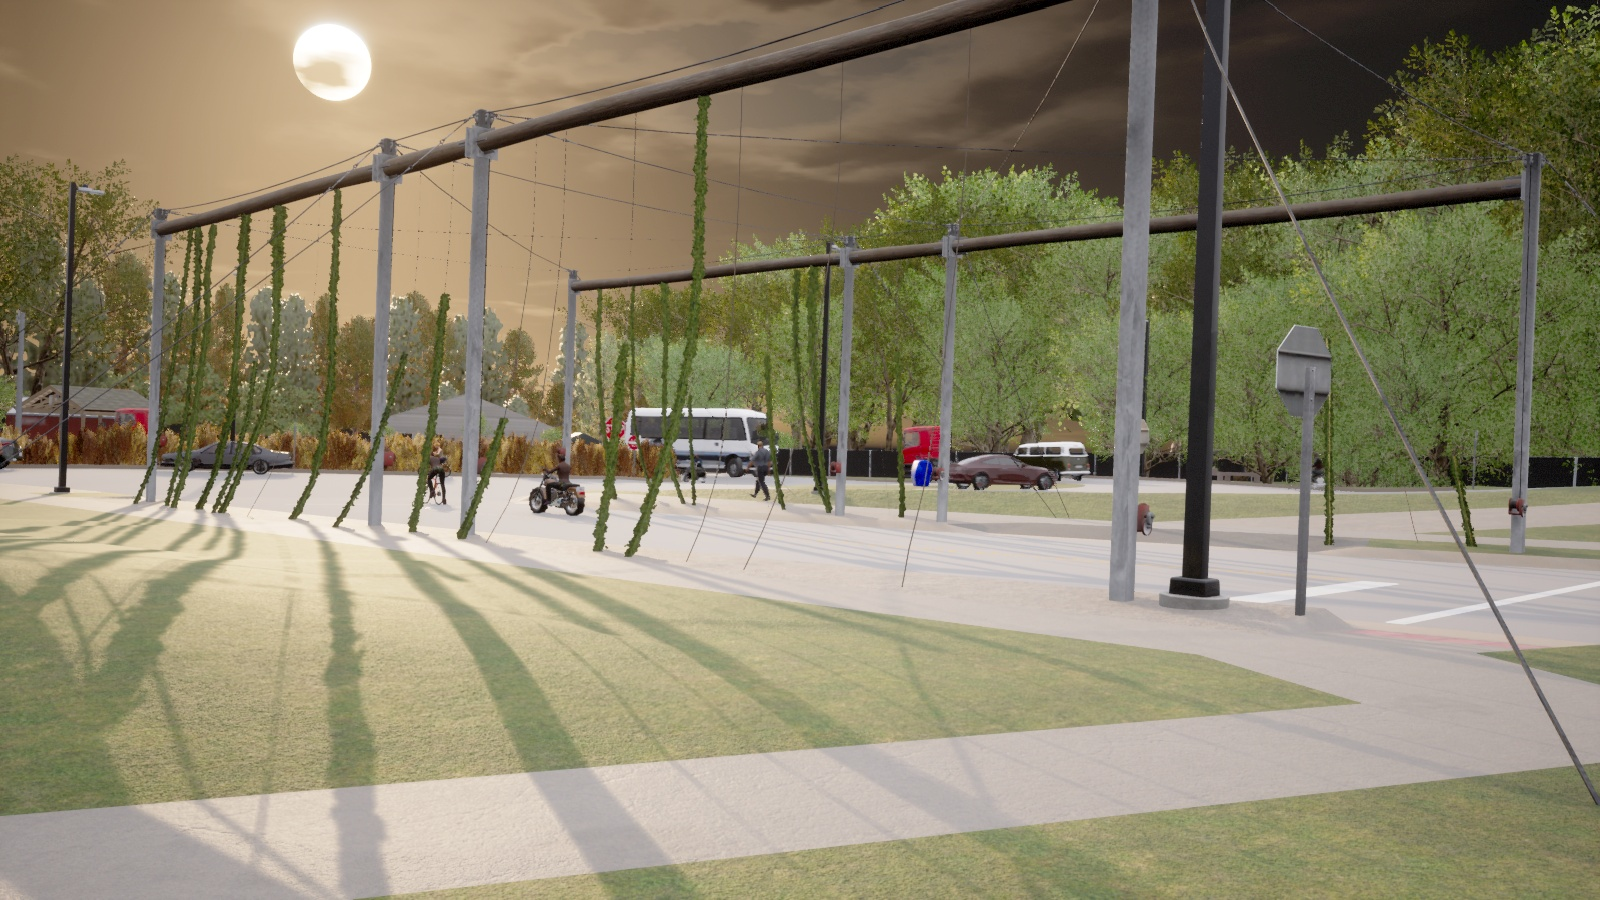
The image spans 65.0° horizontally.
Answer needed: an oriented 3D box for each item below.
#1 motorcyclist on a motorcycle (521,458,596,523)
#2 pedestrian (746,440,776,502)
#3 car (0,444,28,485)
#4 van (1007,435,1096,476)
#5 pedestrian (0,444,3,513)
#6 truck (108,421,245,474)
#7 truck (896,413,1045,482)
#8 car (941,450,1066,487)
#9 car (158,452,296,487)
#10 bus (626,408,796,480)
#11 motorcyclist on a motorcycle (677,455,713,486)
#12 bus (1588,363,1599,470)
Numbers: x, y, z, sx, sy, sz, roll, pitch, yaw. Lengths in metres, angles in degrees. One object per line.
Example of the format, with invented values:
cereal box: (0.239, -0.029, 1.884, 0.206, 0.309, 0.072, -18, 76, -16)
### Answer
motorcyclist on a motorcycle: (-6.379, 1.052, 33.081, 2.350, 1.649, 0.766, -1, -1, 45)
pedestrian: (-1.174, 0.629, 37.817, 0.540, 1.848, 0.694, 1, 0, -44)
car: (-34.777, 0.611, 51.454, 5.027, 1.651, 2.152, -1, 1, -20)
van: (13.260, 0.313, 66.538, 2.069, 2.038, 4.480, -1, 0, -32)
pedestrian: (-21.648, 0.767, 33.637, 0.594, 1.836, 0.345, 1, 0, 44)
truck: (-41.957, -0.193, 84.789, 7.936, 3.462, 2.891, 0, 1, -17)
truck: (9.898, -0.076, 73.424, 7.936, 3.462, 2.891, -4, -2, 30)
car: (8.240, 0.739, 50.994, 4.674, 1.442, 1.812, 0, -1, -17)
car: (-24.988, 0.853, 55.004, 5.357, 1.411, 2.033, 1, 1, -20)
bus: (-5.675, -0.354, 78.766, 10.273, 4.253, 3.944, 0, 0, 32)
motorcyclist on a motorcycle: (-5.610, 1.110, 66.985, 0.866, 1.590, 1.817, 2, 0, 37)
bus: (37.157, -1.652, 49.034, 10.273, 4.253, 3.944, -4, -2, 27)
